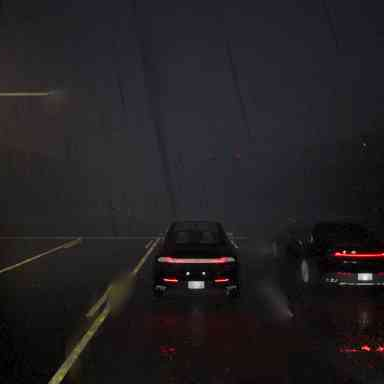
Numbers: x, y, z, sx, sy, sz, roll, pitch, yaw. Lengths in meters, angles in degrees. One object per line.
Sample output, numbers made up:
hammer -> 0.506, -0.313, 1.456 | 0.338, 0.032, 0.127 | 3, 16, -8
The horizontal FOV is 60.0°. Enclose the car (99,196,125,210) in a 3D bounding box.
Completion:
car -> -10.468, 1.352, 42.785 | 2.097, 1.767, 4.553 | 0, 0, 0

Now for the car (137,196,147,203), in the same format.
car -> -10.312, 1.564, 67.682 | 1.994, 1.385, 4.181 | 0, 0, 1

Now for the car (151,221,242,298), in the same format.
car -> 0.100, 1.491, 8.535 | 2.128, 1.511, 4.902 | 0, 0, 0

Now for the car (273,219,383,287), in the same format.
car -> 3.605, 1.505, 9.297 | 1.837, 1.490, 4.892 | 0, 0, 1

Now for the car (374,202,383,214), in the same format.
car -> 18.122, 1.061, 28.324 | 4.902, 1.511, 2.128 | -5, 0, 0

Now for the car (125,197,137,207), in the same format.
car -> -10.435, 1.526, 52.864 | 1.812, 1.442, 4.674 | 0, 0, 1
